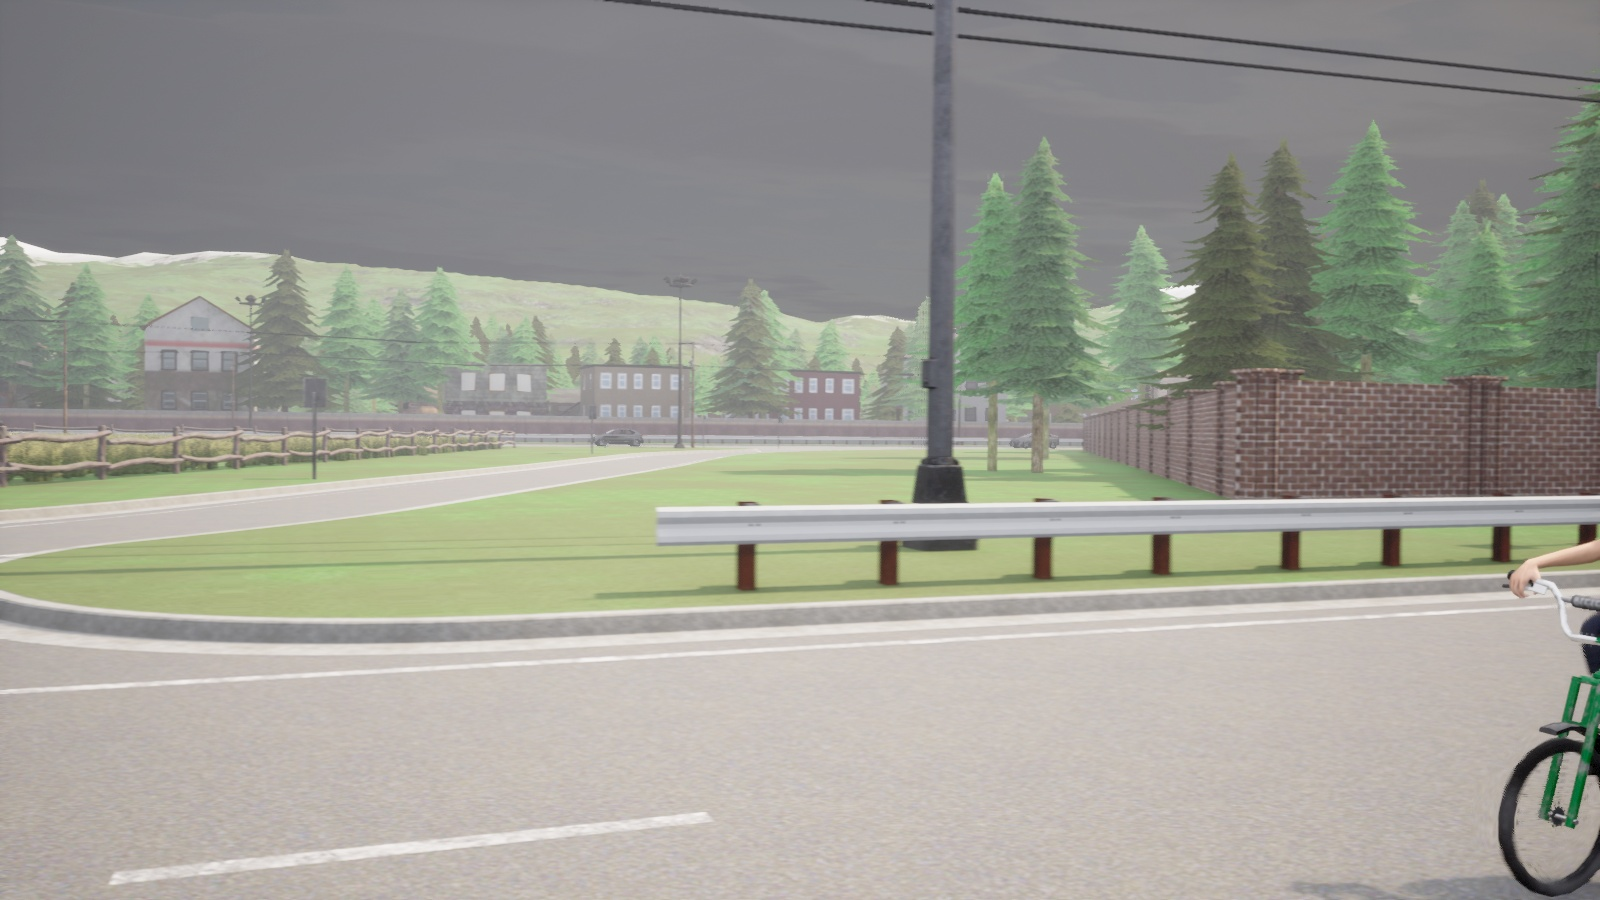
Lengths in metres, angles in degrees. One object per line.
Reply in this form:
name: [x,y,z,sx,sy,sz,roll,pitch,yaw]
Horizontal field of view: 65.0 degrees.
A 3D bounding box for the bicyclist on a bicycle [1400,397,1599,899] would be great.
bicyclist on a bicycle: [3.021,0.631,4.380,1.509,1.612,0.866,-1,1,-21]
